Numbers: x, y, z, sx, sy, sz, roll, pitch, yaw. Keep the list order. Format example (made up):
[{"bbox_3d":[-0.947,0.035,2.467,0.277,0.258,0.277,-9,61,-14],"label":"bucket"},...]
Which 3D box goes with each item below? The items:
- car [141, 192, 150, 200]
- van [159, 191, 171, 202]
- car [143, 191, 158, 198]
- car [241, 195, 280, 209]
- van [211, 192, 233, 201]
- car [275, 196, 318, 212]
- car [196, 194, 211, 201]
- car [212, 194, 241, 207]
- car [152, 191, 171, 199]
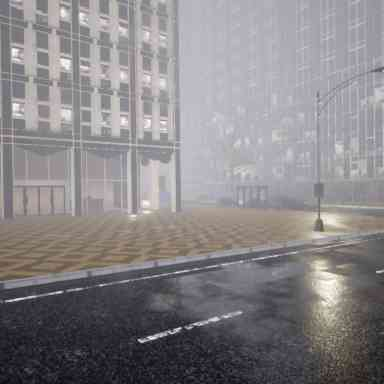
[{"bbox_3d":[-10.824,1.037,68.715,2.008,1.369,4.403,0,1,-34],"label":"car"},{"bbox_3d":[-4.387,0.935,59.343,1.690,1.788,3.998,0,1,-34],"label":"van"},{"bbox_3d":[-10.352,0.683,82.826,1.967,1.590,4.097,0,1,-34],"label":"car"},{"bbox_3d":[8.391,1.386,40.545,1.802,1.307,4.206,-1,1,-34],"label":"car"},{"bbox_3d":[5.738,0.853,59.401,1.690,1.788,3.998,-1,1,-34],"label":"van"},{"bbox_3d":[11.595,1.422,35.848,1.947,1.339,4.313,-1,1,-34],"label":"car"},{"bbox_3d":[2.520,1.041,64.089,1.802,1.307,4.206,-1,1,-34],"label":"car"},{"bbox_3d":[5.221,1.318,45.262,1.947,1.339,4.313,-1,1,-34],"label":"car"},{"bbox_3d":[-7.134,0.612,78.140,2.192,1.841,5.009,0,1,-34],"label":"car"}]
